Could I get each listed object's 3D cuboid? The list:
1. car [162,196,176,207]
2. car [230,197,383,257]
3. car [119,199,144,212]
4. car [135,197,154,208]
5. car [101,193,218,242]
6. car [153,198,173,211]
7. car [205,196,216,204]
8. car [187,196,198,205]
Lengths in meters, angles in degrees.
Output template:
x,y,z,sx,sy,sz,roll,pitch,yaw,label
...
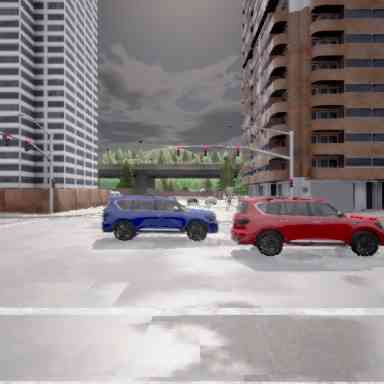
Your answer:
x,y,z,sx,sy,sz,roll,pitch,yaw,label
-3.568,1.478,52.566,1.882,1.535,5.008,0,0,0,car
4.215,1.221,12.485,5.566,2.045,2.150,0,0,0,car
-7.091,1.547,39.420,2.033,1.411,5.357,0,0,0,car
-7.078,1.547,49.773,2.033,1.411,5.357,0,0,0,car
-1.531,1.221,16.018,5.566,2.045,2.150,0,0,0,car
-3.590,1.547,42.289,2.033,1.411,5.357,0,0,0,car
3.514,1.526,63.150,1.812,1.442,4.674,0,0,0,car
0.113,1.504,61.239,1.837,1.490,4.892,0,0,0,car
